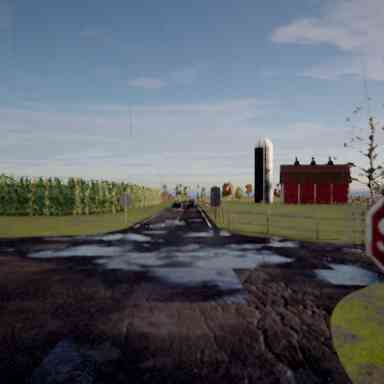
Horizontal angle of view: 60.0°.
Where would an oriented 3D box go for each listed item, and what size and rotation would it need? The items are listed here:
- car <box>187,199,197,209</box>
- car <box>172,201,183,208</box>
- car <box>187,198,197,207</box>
[{"bbox_3d":[-0.010,2.258,59.207,1.837,1.490,4.892,0,-1,0],"label":"car"},{"bbox_3d":[-2.761,2.380,63.819,1.994,1.385,4.181,0,-1,0],"label":"car"},{"bbox_3d":[-0.015,2.177,69.613,2.097,1.767,4.553,0,-1,0],"label":"car"}]
